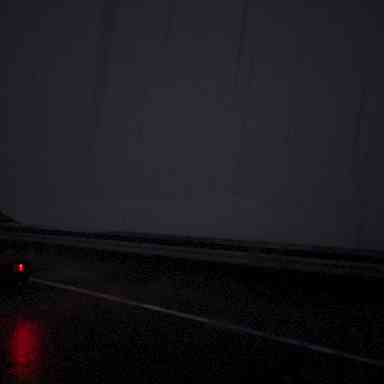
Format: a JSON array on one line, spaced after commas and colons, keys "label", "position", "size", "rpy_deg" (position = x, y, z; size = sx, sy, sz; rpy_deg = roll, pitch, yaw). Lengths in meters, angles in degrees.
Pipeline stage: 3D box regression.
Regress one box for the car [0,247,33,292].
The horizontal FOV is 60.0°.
[{"label": "car", "position": [-5.937, 1.691, 7.838], "size": [4.718, 1.301, 1.895], "rpy_deg": [-1, 0, 33]}]
